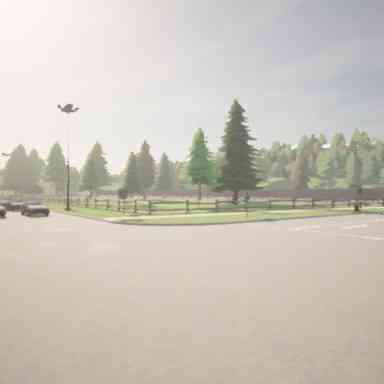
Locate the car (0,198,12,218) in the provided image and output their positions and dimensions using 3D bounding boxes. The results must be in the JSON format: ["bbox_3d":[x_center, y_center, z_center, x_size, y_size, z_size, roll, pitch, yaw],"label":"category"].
[{"bbox_3d":[-18.109,1.546,30.142,2.033,1.411,5.357,0,0,-36],"label":"car"}]

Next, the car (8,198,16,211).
[{"bbox_3d":[-21.115,1.545,40.274,2.033,1.411,5.357,0,0,-36],"label":"car"}]

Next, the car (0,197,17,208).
[{"bbox_3d":[-27.190,1.545,48.763,2.033,1.411,5.357,0,0,-35],"label":"car"}]

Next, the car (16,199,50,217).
[{"bbox_3d":[-15.210,1.546,32.111,2.033,1.411,5.357,0,0,-36],"label":"car"}]
